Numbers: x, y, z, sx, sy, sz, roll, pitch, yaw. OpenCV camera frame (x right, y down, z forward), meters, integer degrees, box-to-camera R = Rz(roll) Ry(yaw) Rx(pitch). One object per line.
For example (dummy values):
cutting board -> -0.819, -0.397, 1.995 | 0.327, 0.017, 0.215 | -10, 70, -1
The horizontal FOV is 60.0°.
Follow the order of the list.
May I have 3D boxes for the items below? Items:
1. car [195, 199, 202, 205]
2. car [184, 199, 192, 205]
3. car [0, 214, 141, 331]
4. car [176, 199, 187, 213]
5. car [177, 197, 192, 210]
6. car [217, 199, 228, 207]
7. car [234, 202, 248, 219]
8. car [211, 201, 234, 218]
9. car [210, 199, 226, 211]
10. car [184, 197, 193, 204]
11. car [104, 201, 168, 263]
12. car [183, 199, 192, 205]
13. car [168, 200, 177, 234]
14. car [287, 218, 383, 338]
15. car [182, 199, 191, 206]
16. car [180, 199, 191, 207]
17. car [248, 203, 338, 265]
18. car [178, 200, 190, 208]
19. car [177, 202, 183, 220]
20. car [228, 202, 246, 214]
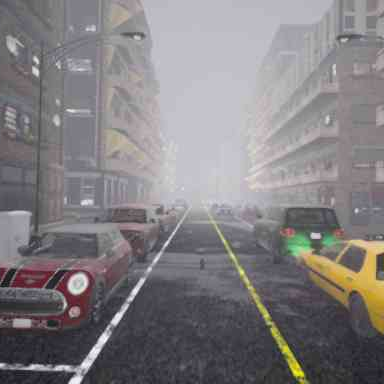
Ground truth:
car -> 1.611, 2.474, 85.848 | 2.033, 1.411, 5.357 | 1, -1, 1
car -> -0.974, 2.412, 84.658 | 2.008, 1.369, 4.403 | 2, -1, 1
car -> -2.497, 1.464, 6.992 | 1.967, 1.590, 4.097 | 2, -1, 1
car -> -1.849, 1.909, 40.107 | 1.752, 1.417, 4.829 | 2, -1, 1
car -> -1.621, 1.820, 51.374 | 2.192, 1.841, 5.009 | 2, -1, 1
car -> 6.689, 2.343, 73.428 | 1.967, 1.590, 4.097 | 2, -1, 1
car -> 5.926, 1.926, 34.595 | 1.967, 1.590, 4.097 | 2, -1, 1
car -> 3.394, 1.988, 35.181 | 2.033, 1.411, 5.357 | 1, -1, 2
car -> 3.597, 2.045, 47.064 | 1.882, 1.535, 5.008 | 1, 0, 1
car -> -0.858, 2.235, 90.208 | 2.192, 1.841, 5.009 | 2, -1, 1
car -> -2.384, 1.399, 12.541 | 2.192, 1.841, 5.009 | 2, -1, 1
car -> -1.084, 2.384, 79.110 | 1.802, 1.307, 4.206 | 2, -1, 1
car -> -2.275, 1.460, 18.089 | 2.192, 1.841, 5.009 | 2, -1, 1
car -> 3.628, 1.603, 6.784 | 1.801, 1.575, 5.366 | 1, -1, 1
car -> -1.194, 2.325, 73.562 | 1.802, 1.307, 4.206 | 2, -1, 1
car -> -1.302, 2.249, 68.015 | 1.947, 1.339, 4.313 | 2, -1, 1
car -> 3.748, 1.436, 12.625 | 2.150, 2.045, 5.566 | 1, -1, 1
car -> -1.410, 2.175, 62.467 | 2.008, 1.369, 4.403 | 2, -1, 1
car -> -2.066, 1.847, 29.181 | 1.802, 1.307, 4.206 | 2, -1, 1
car -> 6.144, 2.133, 45.859 | 1.752, 1.417, 4.829 | 2, -1, 1
